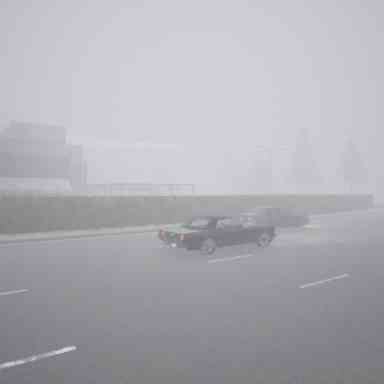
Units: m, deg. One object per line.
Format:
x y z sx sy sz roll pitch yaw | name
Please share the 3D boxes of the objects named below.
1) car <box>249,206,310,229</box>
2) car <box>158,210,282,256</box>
4.767 1.547 20.031 5.357 1.411 2.033 0 0 -35 | car
1.146 1.601 13.155 4.718 1.301 1.895 0 0 -35 | car
